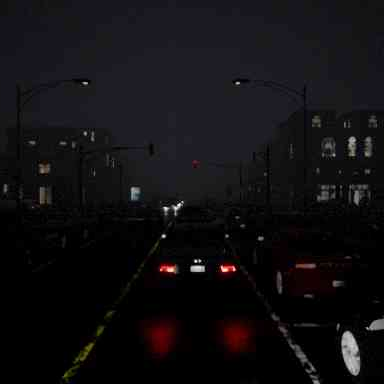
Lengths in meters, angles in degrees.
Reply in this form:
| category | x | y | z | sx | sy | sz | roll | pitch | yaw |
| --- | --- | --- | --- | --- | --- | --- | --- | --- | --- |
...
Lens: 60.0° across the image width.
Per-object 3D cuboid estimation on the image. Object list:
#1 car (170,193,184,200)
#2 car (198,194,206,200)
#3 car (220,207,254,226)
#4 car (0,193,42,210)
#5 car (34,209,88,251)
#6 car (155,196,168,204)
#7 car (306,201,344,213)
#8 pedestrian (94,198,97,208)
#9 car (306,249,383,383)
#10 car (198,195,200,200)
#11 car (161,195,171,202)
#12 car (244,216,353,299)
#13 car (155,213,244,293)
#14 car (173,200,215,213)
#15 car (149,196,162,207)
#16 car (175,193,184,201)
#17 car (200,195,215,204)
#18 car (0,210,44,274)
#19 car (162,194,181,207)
| category | x | y | z | sx | sy | sz | roll | pitch | yaw |
| --- | --- | --- | --- | --- | --- | --- | --- | --- | --- |
| car | -3.075 | 1.480 | 66.370 | 2.128 | 1.511 | 4.902 | 0 | 0 | 0 |
| car | 2.630 | 1.430 | 90.740 | 1.967 | 1.590 | 4.097 | 0 | 0 | 0 |
| car | 2.680 | 1.547 | 19.697 | 2.008 | 1.369 | 4.403 | 0 | 0 | 0 |
| car | -18.690 | 1.131 | 34.553 | 5.566 | 2.045 | 2.150 | 0 | 0 | -1 |
| car | -5.697 | 1.548 | 14.017 | 2.008 | 1.369 | 4.403 | 0 | 0 | 0 |
| car | -5.732 | 1.540 | 63.138 | 2.008 | 1.369 | 4.403 | 0 | 0 | 0 |
| car | 14.783 | 1.641 | 37.282 | 4.181 | 1.385 | 1.994 | 0 | 0 | 1 |
| pedestrian | -12.582 | 1.401 | 43.222 | 0.375 | 1.300 | 0.375 | 0 | -1 | 1 |
| car | 2.692 | 1.550 | 2.622 | 2.008 | 1.369 | 4.403 | 0 | 0 | 0 |
| car | 2.649 | 1.571 | 63.130 | 1.802 | 1.307 | 4.206 | 0 | 0 | 0 |
| car | -5.739 | 1.429 | 74.182 | 1.967 | 1.590 | 4.097 | 0 | 0 | 0 |
| car | 2.688 | 1.543 | 8.313 | 1.887 | 1.381 | 4.507 | 0 | 0 | 0 |
| car | 0.098 | 1.546 | 8.997 | 2.033 | 1.411 | 5.357 | 0 | 0 | 0 |
| car | 0.086 | 1.474 | 19.461 | 1.882 | 1.535 | 5.008 | 0 | 0 | 0 |
| car | -5.724 | 1.572 | 52.095 | 1.802 | 1.307 | 4.206 | 0 | 0 | 0 |
| car | -3.058 | 1.210 | 82.154 | 2.150 | 2.045 | 5.566 | 0 | 0 | 0 |
| car | 2.657 | 1.556 | 52.088 | 1.947 | 1.339 | 4.313 | 0 | 0 | 0 |
| car | -5.692 | 1.438 | 8.324 | 1.967 | 1.590 | 4.097 | 0 | 0 | 0 |
| car | -3.145 | 1.517 | 51.132 | 1.812 | 1.442 | 4.674 | 0 | 0 | 1 |
